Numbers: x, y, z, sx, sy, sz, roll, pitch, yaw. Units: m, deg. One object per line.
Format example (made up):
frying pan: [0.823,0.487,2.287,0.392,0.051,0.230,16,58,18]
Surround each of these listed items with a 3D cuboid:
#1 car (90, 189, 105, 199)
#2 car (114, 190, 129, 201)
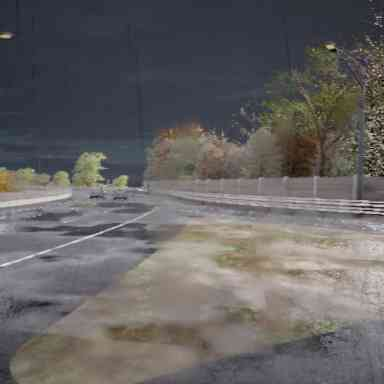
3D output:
car: [-14.034,0.321,49.613,2.033,1.411,5.357,1,1,-10]
car: [-9.958,0.448,46.736,2.033,1.411,5.357,1,1,-10]
